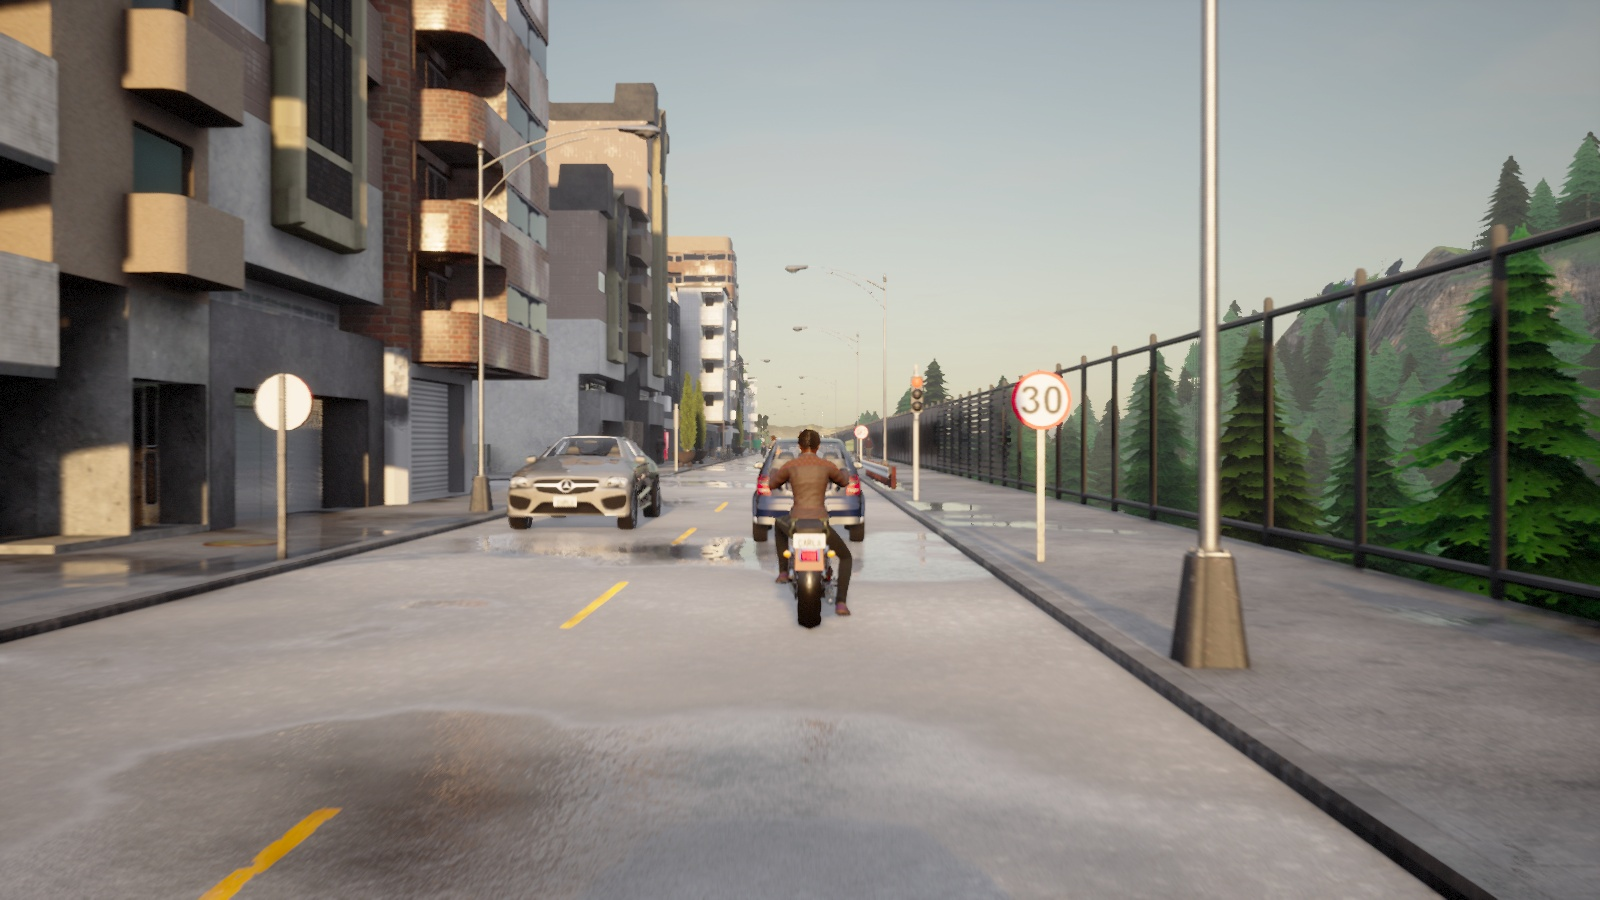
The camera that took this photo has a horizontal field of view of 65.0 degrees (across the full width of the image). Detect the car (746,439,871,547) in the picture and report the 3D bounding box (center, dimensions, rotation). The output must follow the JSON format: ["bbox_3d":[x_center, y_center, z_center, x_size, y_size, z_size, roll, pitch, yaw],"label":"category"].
[{"bbox_3d":[0.131,0.598,19.778,1.789,1.549,3.705,0,0,0],"label":"car"}]

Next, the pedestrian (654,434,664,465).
[{"bbox_3d":[-8.541,-0.043,76.212,0.563,1.883,0.849,0,0,-8],"label":"pedestrian"}]

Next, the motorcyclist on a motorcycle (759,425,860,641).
[{"bbox_3d":[0.078,0.627,10.758,0.766,1.649,2.350,0,0,0],"label":"motorcyclist on a motorcycle"}]

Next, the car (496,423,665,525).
[{"bbox_3d":[-3.840,0.374,22.927,2.152,1.651,5.027,0,0,1],"label":"car"}]
